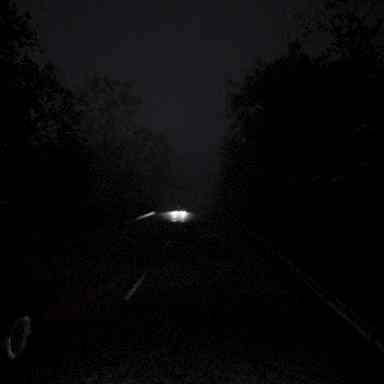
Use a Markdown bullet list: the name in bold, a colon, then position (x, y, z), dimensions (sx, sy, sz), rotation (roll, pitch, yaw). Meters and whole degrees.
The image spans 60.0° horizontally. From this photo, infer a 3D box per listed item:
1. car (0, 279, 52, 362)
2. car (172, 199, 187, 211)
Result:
- **car**: position (-3.262, 1.609, 3.184), dimensions (1.895, 1.301, 4.718), rotation (0, 0, 2)
- **car**: position (-1.653, 1.788, 45.698), dimensions (2.128, 1.511, 4.902), rotation (0, 0, 2)
